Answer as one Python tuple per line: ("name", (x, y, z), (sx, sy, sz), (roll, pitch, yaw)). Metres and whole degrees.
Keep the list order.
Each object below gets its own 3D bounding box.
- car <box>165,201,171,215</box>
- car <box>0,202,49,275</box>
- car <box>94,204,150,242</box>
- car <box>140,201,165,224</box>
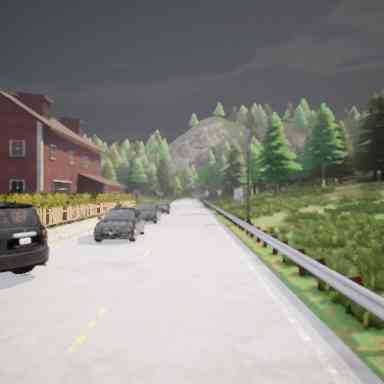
("car", (-3.428, 1.738, 36.928), (1.994, 1.385, 4.181), (0, 0, 1))
("car", (-6.533, 1.273, 9.003), (5.566, 2.045, 2.150), (0, -1, 21))
("car", (-3.531, 1.587, 16.970), (1.837, 1.490, 4.892), (0, 0, 0))
("car", (-3.496, 1.629, 26.065), (1.837, 1.490, 4.892), (0, 0, 0))
